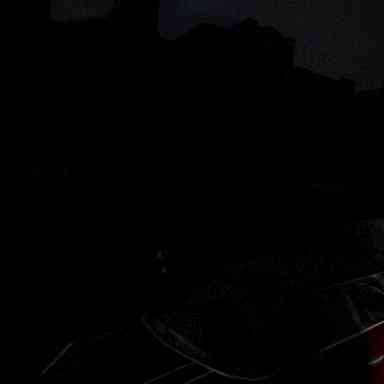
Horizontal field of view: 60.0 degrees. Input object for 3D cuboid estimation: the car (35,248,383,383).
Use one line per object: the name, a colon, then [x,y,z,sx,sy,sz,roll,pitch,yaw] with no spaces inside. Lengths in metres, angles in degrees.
car: [0.611,1.462,3.235,4.097,1.590,1.967,1,0,-35]
